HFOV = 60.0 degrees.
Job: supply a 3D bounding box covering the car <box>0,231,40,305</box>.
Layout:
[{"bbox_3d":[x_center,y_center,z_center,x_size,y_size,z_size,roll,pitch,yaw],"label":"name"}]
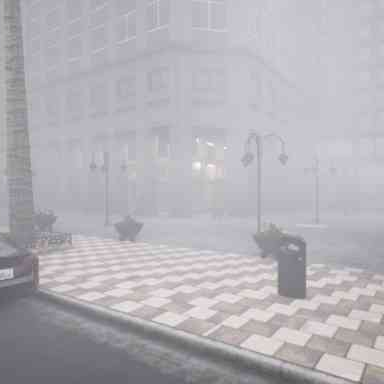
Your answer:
[{"bbox_3d":[-5.267,1.513,7.213,4.786,1.482,2.161,0,0,35],"label":"car"}]
